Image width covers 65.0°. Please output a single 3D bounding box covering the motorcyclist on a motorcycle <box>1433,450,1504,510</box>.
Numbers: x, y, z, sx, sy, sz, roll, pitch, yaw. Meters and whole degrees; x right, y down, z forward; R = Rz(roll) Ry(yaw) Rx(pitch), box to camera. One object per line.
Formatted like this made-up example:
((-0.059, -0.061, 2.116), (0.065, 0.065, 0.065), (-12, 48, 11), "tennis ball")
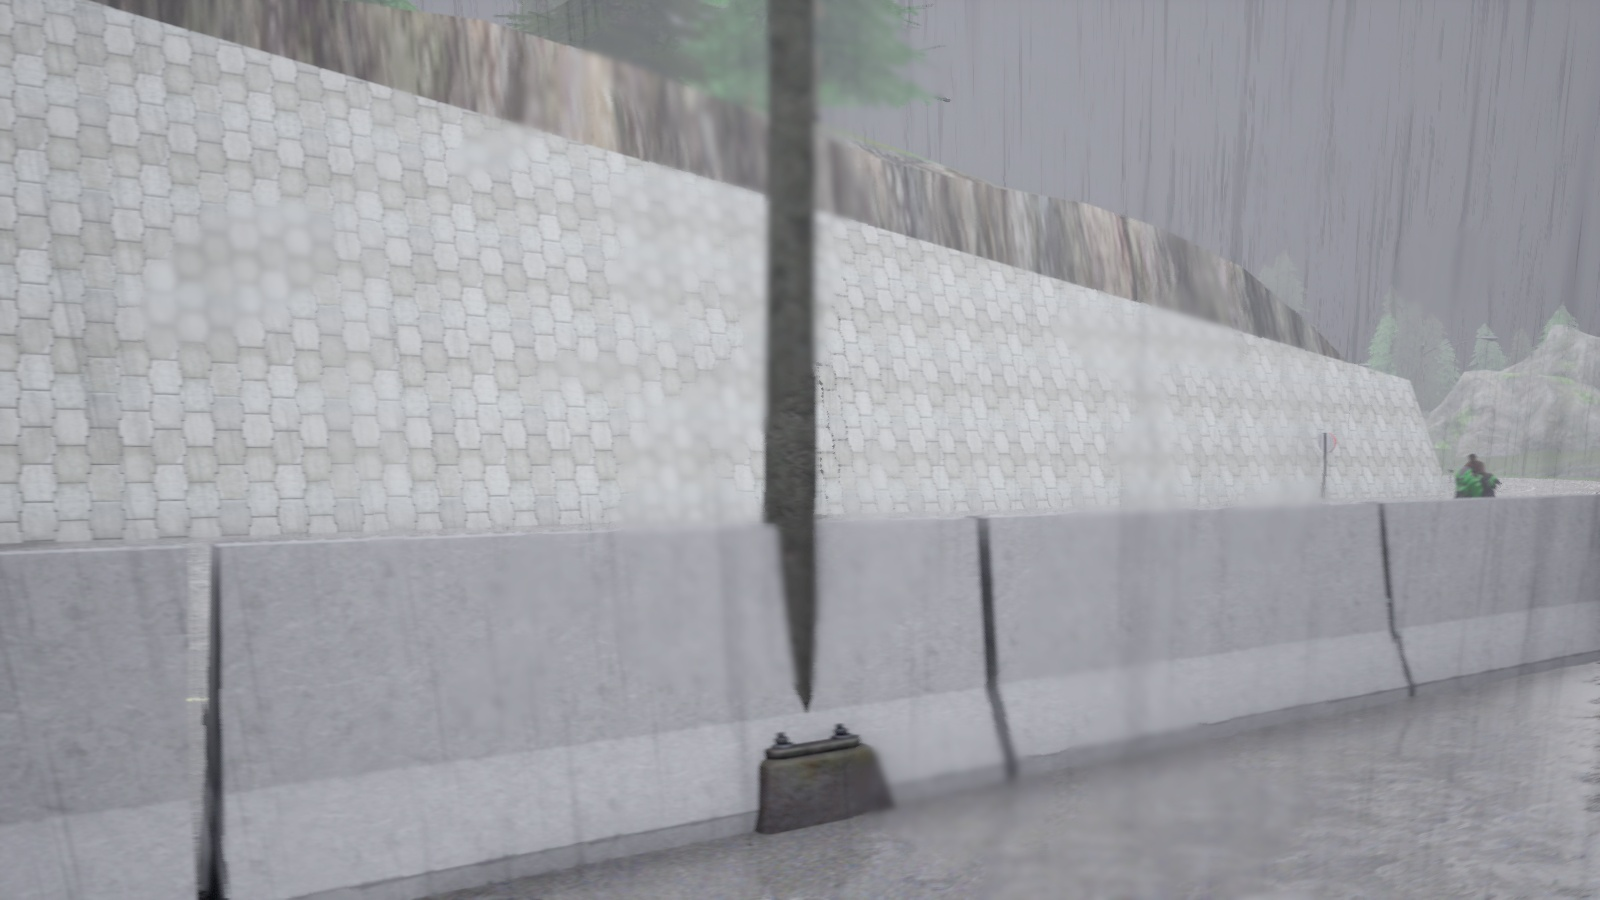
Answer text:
((17.532, 0.770, 32.919), (2.044, 1.523, 0.797), (0, 0, -35), "motorcyclist on a motorcycle")
